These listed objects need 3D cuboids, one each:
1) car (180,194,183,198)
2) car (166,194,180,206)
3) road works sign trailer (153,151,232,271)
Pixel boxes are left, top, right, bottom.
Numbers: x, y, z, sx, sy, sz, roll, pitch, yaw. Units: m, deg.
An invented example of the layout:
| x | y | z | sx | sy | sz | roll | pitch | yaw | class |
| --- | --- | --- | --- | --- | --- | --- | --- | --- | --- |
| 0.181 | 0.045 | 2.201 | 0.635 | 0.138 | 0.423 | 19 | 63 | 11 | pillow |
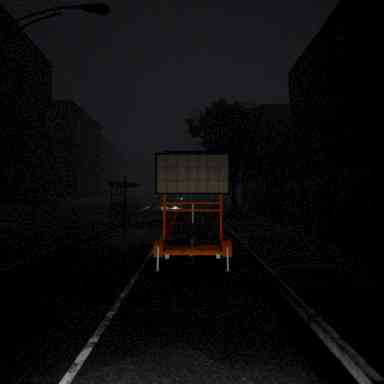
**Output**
| x | y | z | sx | sy | sz | roll | pitch | yaw | class |
| --- | --- | --- | --- | --- | --- | --- | --- | --- | --- |
| -3.354 | 0.906 | 88.358 | 1.994 | 1.385 | 4.181 | 0 | 0 | 0 | car |
| -3.159 | 1.236 | 48.318 | 1.882 | 1.535 | 5.008 | 0 | 1 | 0 | car |
| 0.023 | 0.470 | 10.849 | 2.380 | 3.560 | 2.880 | 0 | 0 | 0 | road works sign trailer |
